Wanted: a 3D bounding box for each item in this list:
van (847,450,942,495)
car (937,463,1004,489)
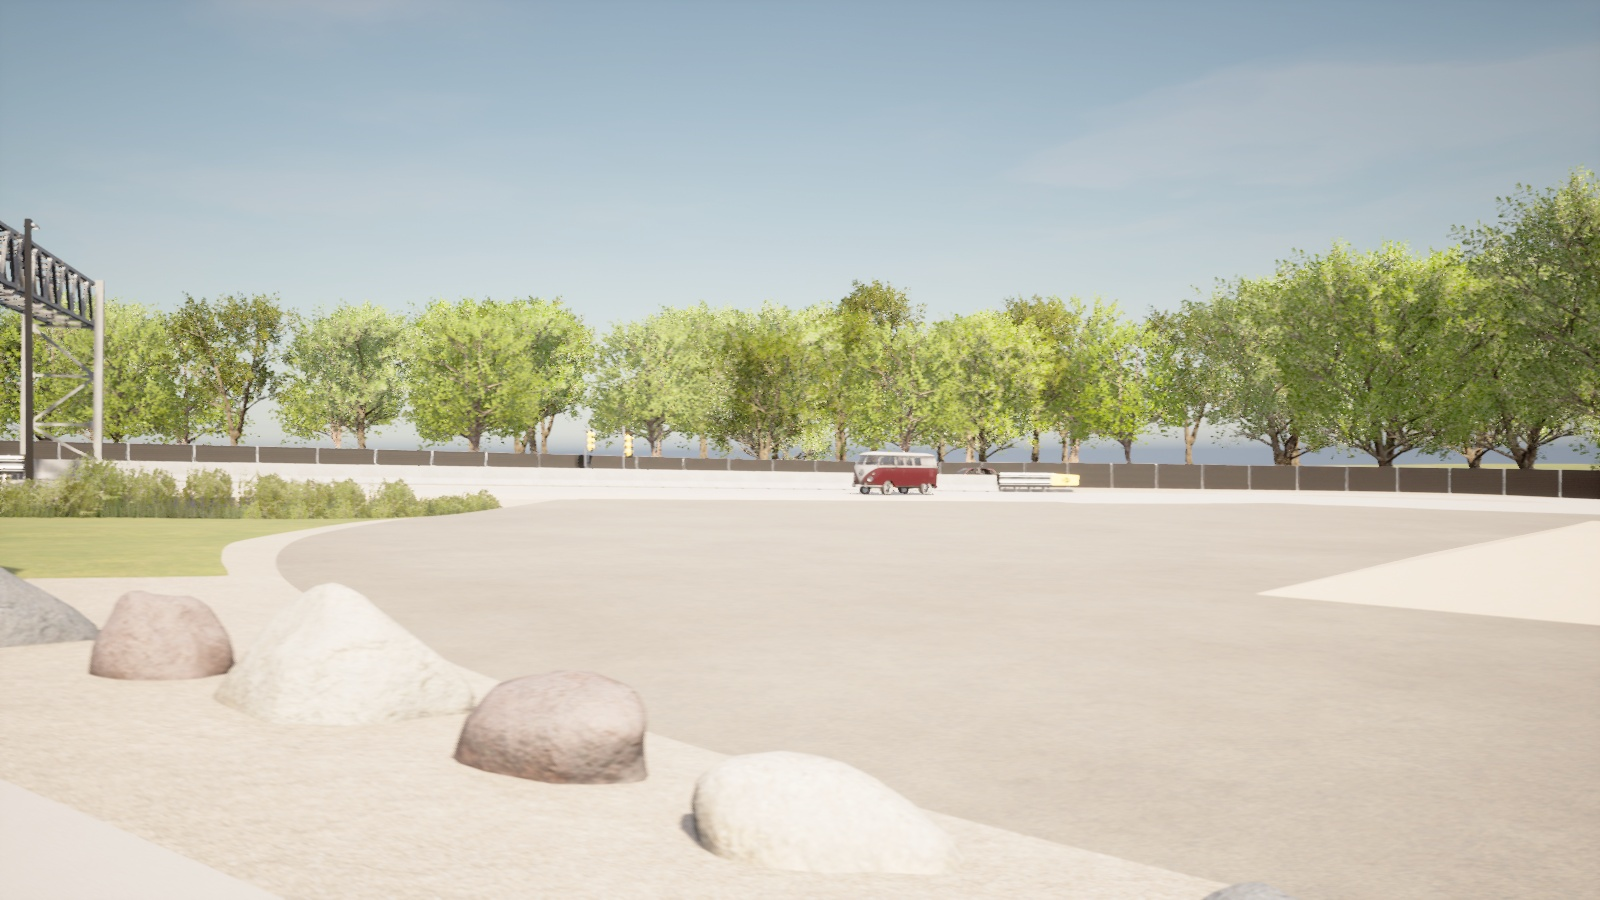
[{"bbox_3d":[4.409,1.004,58.014,4.442,1.987,1.775,0,-1,-41],"label":"van"},{"bbox_3d":[11.201,1.673,82.486,3.988,1.617,1.851,0,0,-19],"label":"car"}]
